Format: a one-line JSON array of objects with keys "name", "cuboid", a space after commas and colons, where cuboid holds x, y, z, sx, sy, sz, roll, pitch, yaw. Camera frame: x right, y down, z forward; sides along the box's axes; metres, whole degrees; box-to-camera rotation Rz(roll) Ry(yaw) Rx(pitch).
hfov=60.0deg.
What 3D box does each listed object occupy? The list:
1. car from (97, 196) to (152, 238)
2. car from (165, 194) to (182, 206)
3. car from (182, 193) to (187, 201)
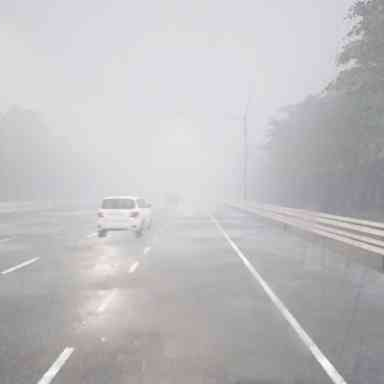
[{"name": "car", "cuboid": [-3.489, 1.236, 18.041, 2.150, 2.045, 5.566, 0, 0, 0]}, {"name": "car", "cuboid": [-3.342, 1.291, 56.734, 2.150, 2.045, 5.566, 0, 0, 0]}, {"name": "car", "cuboid": [-3.125, 1.663, 85.857, 1.994, 1.385, 4.181, 0, 0, 1]}]
